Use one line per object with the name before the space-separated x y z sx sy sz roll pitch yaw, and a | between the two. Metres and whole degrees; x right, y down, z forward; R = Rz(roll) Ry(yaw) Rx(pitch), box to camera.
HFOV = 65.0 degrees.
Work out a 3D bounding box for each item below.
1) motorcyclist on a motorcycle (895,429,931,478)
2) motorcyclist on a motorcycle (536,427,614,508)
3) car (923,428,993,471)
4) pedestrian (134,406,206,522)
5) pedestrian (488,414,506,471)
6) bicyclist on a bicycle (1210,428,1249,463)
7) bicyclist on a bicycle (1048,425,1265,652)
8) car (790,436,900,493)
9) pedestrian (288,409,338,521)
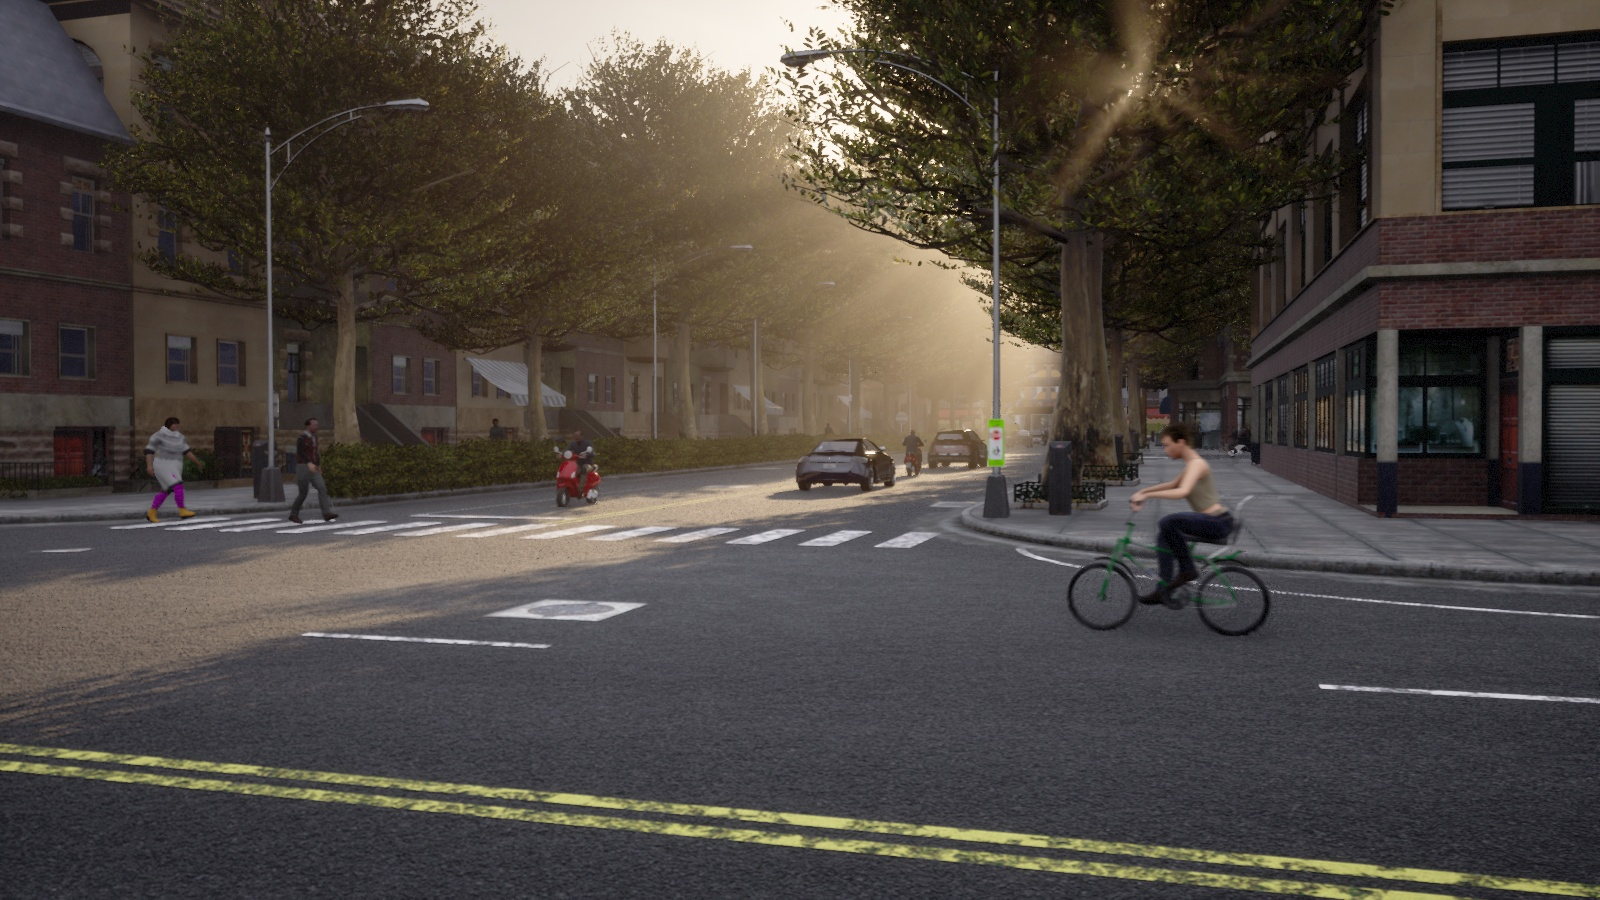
motorcyclist on a motorcycle | 3.804 0.106 42.224 0.866 1.590 1.817 1 1 16
motorcyclist on a motorcycle | -4.611 0.331 25.869 0.866 1.590 1.817 1 1 16
car | 6.539 -0.055 51.574 2.033 1.649 4.856 1 1 17
pedestrian | -10.783 0.224 21.510 0.873 1.952 0.659 1 1 15
pedestrian | -9.867 -0.240 40.914 0.353 1.847 0.614 0 1 10
bicyclist on a bicycle | 22.132 -0.252 64.753 1.843 1.776 0.659 1 1 15
bicyclist on a bicycle | 2.705 0.619 9.581 1.509 1.612 0.866 1 1 17
car | 1.277 0.346 33.542 1.994 1.385 4.181 1 1 16
pedestrian | -8.181 0.244 21.110 0.720 1.854 0.376 1 1 20
